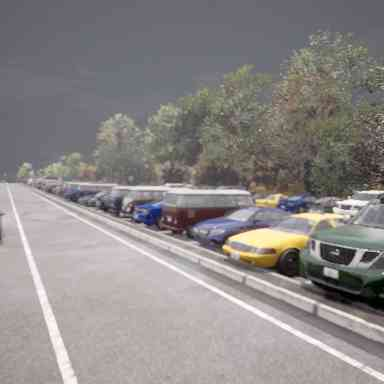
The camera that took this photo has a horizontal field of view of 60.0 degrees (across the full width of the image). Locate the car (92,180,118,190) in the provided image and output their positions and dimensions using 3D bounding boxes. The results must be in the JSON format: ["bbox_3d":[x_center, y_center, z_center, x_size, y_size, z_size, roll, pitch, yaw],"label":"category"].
[{"bbox_3d":[-21.010,-1.686,80.074,5.566,2.045,2.435,0,2,-29],"label":"car"}]

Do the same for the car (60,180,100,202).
[{"bbox_3d":[-10.190,0.063,34.296,5.566,2.045,2.435,0,2,-29],"label":"car"}]

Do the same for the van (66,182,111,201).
[{"bbox_3d":[-11.442,-0.025,36.808,4.442,1.987,1.878,0,2,-29],"label":"van"}]

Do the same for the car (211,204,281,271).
[{"bbox_3d":[3.442,1.307,9.822,5.366,1.575,1.946,0,2,-29],"label":"car"}]

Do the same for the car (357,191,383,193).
[{"bbox_3d":[11.831,0.942,21.890,5.566,2.045,2.435,0,2,-29],"label":"car"}]

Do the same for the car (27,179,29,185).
[{"bbox_3d":[-39.085,-2.065,85.534,4.892,1.521,2.231,0,2,-29],"label":"car"}]

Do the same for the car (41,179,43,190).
[{"bbox_3d":[-19.828,-0.737,51.371,5.566,2.045,2.435,0,2,-29],"label":"car"}]

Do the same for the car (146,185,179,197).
[{"bbox_3d":[-4.484,-0.194,50.914,4.553,1.767,2.185,0,2,-29],"label":"car"}]

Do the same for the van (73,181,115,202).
[{"bbox_3d":[-8.689,0.203,31.931,4.442,1.987,1.878,0,2,-29],"label":"van"}]

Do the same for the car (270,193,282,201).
[{"bbox_3d":[9.118,1.008,26.740,5.008,1.535,2.097,0,2,-29],"label":"car"}]

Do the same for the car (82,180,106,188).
[{"bbox_3d":[-26.421,-2.124,89.662,5.566,2.045,2.435,0,2,-29],"label":"car"}]

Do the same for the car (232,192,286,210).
[{"bbox_3d":[6.370,0.846,31.559,4.792,1.488,2.163,0,2,-29],"label":"car"}]

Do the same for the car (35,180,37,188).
[{"bbox_3d":[-26.698,-1.056,63.587,5.008,1.535,2.097,0,2,-29],"label":"car"}]

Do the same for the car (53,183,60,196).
[{"bbox_3d":[-14.308,-0.027,41.633,4.892,1.521,2.231,0,2,-29],"label":"car"}]

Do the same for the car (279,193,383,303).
[{"bbox_3d":[4.962,1.152,7.453,5.566,2.045,2.435,0,2,-29],"label":"car"}]

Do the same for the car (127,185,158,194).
[{"bbox_3d":[-8.599,-0.407,58.151,4.892,1.521,2.231,0,2,-29],"label":"car"}]

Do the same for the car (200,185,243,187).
[{"bbox_3d":[3.648,0.353,36.387,5.566,2.045,2.435,0,2,-29],"label":"car"}]

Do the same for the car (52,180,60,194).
[{"bbox_3d":[-15.649,-0.268,44.087,4.553,1.767,2.185,0,2,-29],"label":"car"}]

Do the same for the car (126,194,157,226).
[{"bbox_3d":[-0.533,1.034,17.230,5.008,1.535,2.097,0,2,-29],"label":"car"}]

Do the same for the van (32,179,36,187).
[{"bbox_3d":[-30.919,-1.625,70.842,4.442,1.987,1.878,0,2,-29],"label":"van"}]

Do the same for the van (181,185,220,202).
[{"bbox_3d":[1.046,0.159,41.292,4.442,1.987,1.878,0,2,-29],"label":"van"}]

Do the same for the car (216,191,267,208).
[{"bbox_3d":[5.054,0.741,34.009,4.792,1.488,2.163,0,2,-29],"label":"car"}]

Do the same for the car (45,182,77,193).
[{"bbox_3d":[-21.210,-0.725,53.813,4.553,1.767,2.185,0,2,-29],"label":"car"}]

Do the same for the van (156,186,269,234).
[{"bbox_3d":[0.955,0.902,14.845,4.442,1.987,1.878,0,2,-29],"label":"van"}]

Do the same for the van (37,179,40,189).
[{"bbox_3d":[-25.412,-1.168,61.086,4.442,1.987,1.878,0,2,-29],"label":"van"}]

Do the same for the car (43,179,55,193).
[{"bbox_3d":[-18.451,-0.622,48.932,5.566,2.045,2.435,0,2,-29],"label":"car"}]

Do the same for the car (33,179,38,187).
[{"bbox_3d":[-29.473,-1.255,68.454,4.792,1.488,2.163,0,2,-29],"label":"car"}]

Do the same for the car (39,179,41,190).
[{"bbox_3d":[-23.910,-0.953,58.722,4.553,1.767,2.185,0,2,-29],"label":"car"}]

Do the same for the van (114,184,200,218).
[{"bbox_3d":[-2.004,0.715,19.613,4.442,1.987,1.878,0,2,-29],"label":"van"}]

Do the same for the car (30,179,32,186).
[{"bbox_3d":[-33.416,-1.629,75.877,5.366,1.575,1.946,0,2,-29],"label":"car"}]

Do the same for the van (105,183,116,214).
[{"bbox_3d":[-3.177,0.619,22.166,4.442,1.987,1.878,0,2,-29],"label":"van"}]

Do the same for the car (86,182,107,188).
[{"bbox_3d":[-25.038,-1.764,87.255,5.008,1.535,2.097,0,2,-29],"label":"car"}]

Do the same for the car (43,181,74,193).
[{"bbox_3d":[-22.587,-0.839,56.252,4.553,1.767,2.185,0,2,-29],"label":"car"}]

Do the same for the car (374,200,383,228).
[{"bbox_3d":[13.219,1.285,19.497,5.008,1.535,2.097,0,2,-29],"label":"car"}]

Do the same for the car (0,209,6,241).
[{"bbox_3d":[-8.460,1.006,13.037,2.033,1.411,5.357,0,2,-29],"label":"car"}]

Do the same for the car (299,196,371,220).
[{"bbox_3d":[10.482,1.103,24.322,4.892,1.521,2.231,0,2,-29],"label":"car"}]

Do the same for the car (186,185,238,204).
[{"bbox_3d":[2.334,0.246,38.832,5.566,2.045,2.435,0,2,-29],"label":"car"}]

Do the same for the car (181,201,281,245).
[{"bbox_3d":[2.227,1.259,12.356,4.674,1.452,2.002,0,2,-29],"label":"car"}]

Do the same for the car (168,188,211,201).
[{"bbox_3d":[-0.262,0.269,43.747,5.366,1.575,1.946,0,2,-29],"label":"car"}]

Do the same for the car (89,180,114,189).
[{"bbox_3d":[-22.318,-1.795,82.390,5.566,2.045,2.435,0,2,-29],"label":"car"}]

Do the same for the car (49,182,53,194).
[{"bbox_3d":[-17.060,-0.217,46.515,4.674,1.452,2.002,0,2,-29],"label":"car"}]

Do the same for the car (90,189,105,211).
[{"bbox_3d":[-4.636,0.777,24.569,4.792,1.488,2.163,0,2,-29],"label":"car"}]

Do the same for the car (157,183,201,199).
[{"bbox_3d":[-1.756,-0.093,46.077,5.566,2.045,2.435,0,2,-29],"label":"car"}]

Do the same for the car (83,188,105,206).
[{"bbox_3d":[-6.044,0.683,26.998,4.674,1.452,2.002,0,2,-29],"label":"car"}]

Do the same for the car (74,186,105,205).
[{"bbox_3d":[-7.412,0.537,29.440,4.892,1.521,2.231,0,2,-29],"label":"car"}]

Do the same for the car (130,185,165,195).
[{"bbox_3d":[-7.401,-0.299,55.641,5.366,1.575,1.946,0,2,-29],"label":"car"}]
